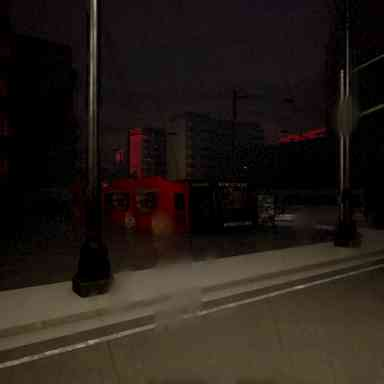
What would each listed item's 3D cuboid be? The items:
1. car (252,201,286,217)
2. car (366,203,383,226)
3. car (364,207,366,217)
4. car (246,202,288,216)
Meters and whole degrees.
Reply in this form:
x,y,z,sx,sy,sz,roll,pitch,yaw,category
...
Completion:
x,y,z,sx,sy,sz,roll,pitch,yaw,category
6.517,1.687,32.581,1.837,1.490,4.892,0,-1,-36,car
14.195,1.613,21.837,1.994,1.385,4.181,0,0,-34,car
15.934,1.541,25.533,1.882,1.535,5.008,0,0,-36,car
8.098,1.773,36.369,1.994,1.385,4.181,0,-1,-36,car
